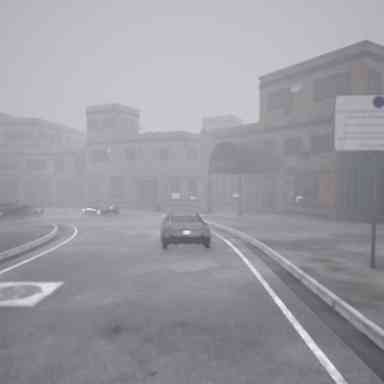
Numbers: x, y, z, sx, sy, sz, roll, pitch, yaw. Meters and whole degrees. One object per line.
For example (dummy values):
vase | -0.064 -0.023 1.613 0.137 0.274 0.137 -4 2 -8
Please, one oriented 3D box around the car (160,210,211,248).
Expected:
car | -0.396 1.481 14.540 1.994 1.385 4.181 0 1 -6

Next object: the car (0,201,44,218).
car | -16.332 1.585 31.607 4.902 1.511 2.128 -2 2 22

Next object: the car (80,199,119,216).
car | -8.640 1.381 30.900 4.181 1.385 1.994 0 2 43
